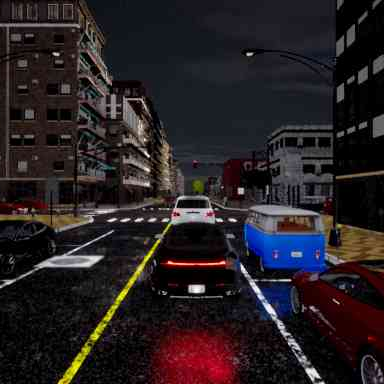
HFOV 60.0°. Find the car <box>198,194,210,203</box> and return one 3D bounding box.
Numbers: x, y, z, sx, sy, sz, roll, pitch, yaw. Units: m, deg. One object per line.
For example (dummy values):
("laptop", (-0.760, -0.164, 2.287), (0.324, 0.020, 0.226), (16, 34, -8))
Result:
("car", (2.550, 1.376, 71.651), (2.192, 1.841, 5.009), (0, 0, 0))

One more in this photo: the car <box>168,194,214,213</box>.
("car", (0.052, 1.225, 18.429), (2.150, 2.045, 5.566), (0, 0, 0))

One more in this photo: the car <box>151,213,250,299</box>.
("car", (0.081, 1.506, 8.429), (1.837, 1.490, 4.892), (0, 0, 0))

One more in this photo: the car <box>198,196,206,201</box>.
("car", (2.516, 1.643, 88.268), (2.008, 1.369, 4.403), (0, 0, 0))

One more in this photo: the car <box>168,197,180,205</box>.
("car", (-3.194, 1.643, 59.045), (1.895, 1.301, 4.718), (0, 0, 0))

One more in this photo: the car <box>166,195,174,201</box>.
("car", (-5.864, 1.617, 88.081), (1.752, 1.417, 4.829), (0, 0, 0))

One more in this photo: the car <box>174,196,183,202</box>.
("car", (-3.157, 1.624, 78.117), (1.994, 1.385, 4.181), (0, 0, 0))

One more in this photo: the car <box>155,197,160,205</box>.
("car", (-5.809, 1.569, 60.385), (1.752, 1.417, 4.829), (0, 0, 0))

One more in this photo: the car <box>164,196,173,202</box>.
("car", (-5.854, 1.631, 82.712), (2.008, 1.369, 4.403), (0, 0, 0))

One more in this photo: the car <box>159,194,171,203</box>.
("car", (-5.831, 1.375, 71.634), (2.192, 1.841, 5.009), (0, 0, 0))

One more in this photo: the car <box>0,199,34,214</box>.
("car", (-17.528, 1.535, 31.018), (4.206, 1.307, 1.802), (0, 0, 0))

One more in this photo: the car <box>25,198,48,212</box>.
("car", (-18.590, 1.456, 36.803), (5.008, 1.535, 1.882), (0, 0, 0))

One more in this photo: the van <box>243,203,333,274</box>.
("van", (2.640, 1.343, 10.247), (1.690, 1.788, 3.998), (0, 0, 0))

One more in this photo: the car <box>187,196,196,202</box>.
("car", (-0.163, 1.618, 81.524), (2.033, 1.411, 5.357), (0, 0, 0))

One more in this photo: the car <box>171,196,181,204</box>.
("car", (-3.151, 1.580, 68.101), (1.812, 1.442, 4.674), (0, 0, 0))

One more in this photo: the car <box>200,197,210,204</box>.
("car", (2.560, 1.634, 66.112), (1.802, 1.307, 4.206), (0, 0, 0))

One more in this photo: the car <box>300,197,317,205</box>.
("car", (13.367, 1.559, 36.942), (4.902, 1.511, 2.128), (0, 0, 0))

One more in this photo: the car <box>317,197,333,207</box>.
("car", (14.860, 1.359, 31.163), (5.009, 1.841, 2.192), (0, 0, 0))

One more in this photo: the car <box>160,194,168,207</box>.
("car", (-3.200, 1.382, 50.102), (2.097, 1.767, 4.553), (0, 0, 0))

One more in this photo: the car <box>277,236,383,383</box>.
("car", (2.651, 1.582, 4.557), (1.802, 1.307, 4.206), (0, 0, 0))

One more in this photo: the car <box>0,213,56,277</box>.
("car", (-5.708, 1.567, 10.255), (1.947, 1.339, 4.313), (0, 0, 0))

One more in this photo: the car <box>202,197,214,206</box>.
("car", (2.582, 1.562, 55.203), (1.752, 1.417, 4.829), (0, 0, 0))

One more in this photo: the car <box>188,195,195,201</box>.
("car", (-0.184, 1.640, 91.839), (2.033, 1.411, 5.357), (0, 0, 0))
